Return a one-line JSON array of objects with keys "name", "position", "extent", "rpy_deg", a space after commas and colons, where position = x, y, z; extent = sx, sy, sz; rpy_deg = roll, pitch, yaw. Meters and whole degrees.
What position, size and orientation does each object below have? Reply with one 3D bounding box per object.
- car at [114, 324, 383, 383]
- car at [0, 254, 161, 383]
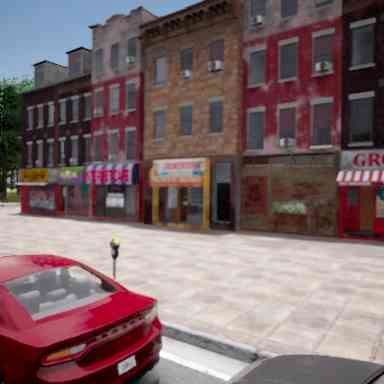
[{"name": "car", "position": [1.967, 1.552, 1.410], "extent": [4.403, 1.369, 2.008], "rpy_deg": [0, 1, 35]}, {"name": "car", "position": [-2.460, 1.540, 4.513], "extent": [4.507, 1.381, 1.887], "rpy_deg": [0, 1, 35]}]
